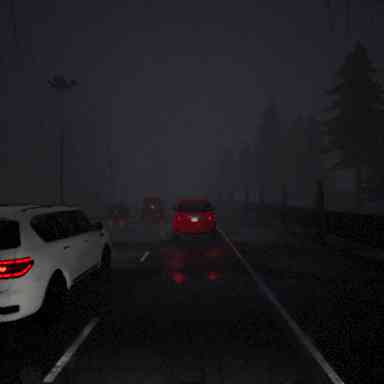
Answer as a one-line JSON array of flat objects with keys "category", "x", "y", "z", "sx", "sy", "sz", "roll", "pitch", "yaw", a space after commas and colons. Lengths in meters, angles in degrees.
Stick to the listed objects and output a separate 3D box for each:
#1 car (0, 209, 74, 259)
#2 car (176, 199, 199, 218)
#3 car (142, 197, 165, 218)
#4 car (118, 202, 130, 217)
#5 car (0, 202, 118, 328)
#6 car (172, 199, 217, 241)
[{"category": "car", "x": -6.878, "y": 1.610, "z": 14.259, "sx": 1.882, "sy": 1.535, "sz": 5.008, "roll": 0, "pitch": -1, "yaw": 0}, {"category": "car", "x": -0.541, "y": 1.672, "z": 34.585, "sx": 2.097, "sy": 1.767, "sz": 4.553, "roll": 0, "pitch": -1, "yaw": -5}, {"category": "car", "x": -3.947, "y": 1.535, "z": 33.964, "sx": 2.150, "sy": 2.045, "sz": 5.566, "roll": 0, "pitch": -1, "yaw": -5}, {"category": "car", "x": -7.588, "y": 1.814, "z": 34.863, "sx": 2.128, "sy": 1.511, "sz": 4.902, "roll": 0, "pitch": -1, "yaw": -6}, {"category": "car", "x": -3.388, "y": 1.290, "z": 7.294, "sx": 2.150, "sy": 2.045, "sz": 5.566, "roll": 0, "pitch": 0, "yaw": 0}, {"category": "car", "x": 0.127, "y": 1.388, "z": 17.930, "sx": 2.150, "sy": 2.045, "sz": 5.566, "roll": 0, "pitch": 0, "yaw": 0}]
